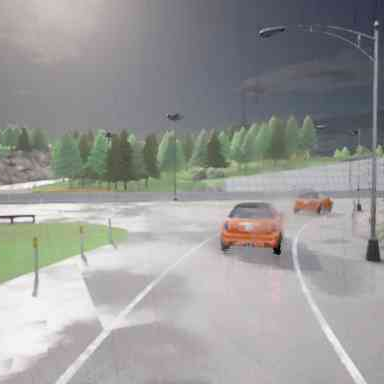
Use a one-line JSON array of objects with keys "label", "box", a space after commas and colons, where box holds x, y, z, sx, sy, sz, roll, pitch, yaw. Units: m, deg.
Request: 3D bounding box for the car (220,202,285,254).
[{"label": "car", "box": [2.532, 1.183, 13.188, 2.097, 1.767, 4.553, 1, 1, 17]}]

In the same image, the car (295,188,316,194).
[{"label": "car", "box": [25.823, -0.190, 75.747, 4.181, 1.385, 1.994, -1, 2, -24]}]

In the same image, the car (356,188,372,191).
[{"label": "car", "box": [41.919, -0.232, 79.040, 4.181, 1.385, 1.994, -1, 2, -24]}]

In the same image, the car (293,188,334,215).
[{"label": "car", "box": [10.212, 0.824, 27.747, 2.097, 1.767, 4.553, 1, 2, 36]}]

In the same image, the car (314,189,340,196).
[{"label": "car", "box": [26.052, 0.151, 64.372, 4.718, 1.301, 1.895, -1, 2, -24]}]

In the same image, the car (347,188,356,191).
[{"label": "car", "box": [40.475, -0.277, 82.228, 4.718, 1.301, 1.895, -1, 2, -24]}]
